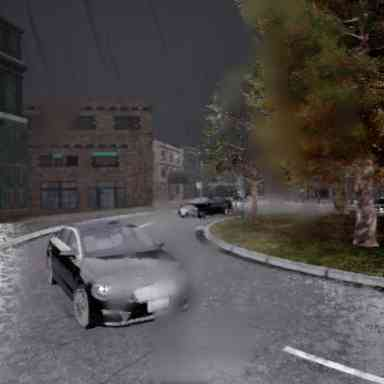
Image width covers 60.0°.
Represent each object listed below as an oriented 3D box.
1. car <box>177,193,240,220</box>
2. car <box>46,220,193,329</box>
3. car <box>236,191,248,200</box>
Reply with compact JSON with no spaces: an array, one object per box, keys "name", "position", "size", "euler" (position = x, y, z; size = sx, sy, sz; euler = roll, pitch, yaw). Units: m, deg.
[{"name":"car","position":[0.995,1.078,23.794],"size":[2.128,1.511,4.902],"euler":[0,1,40]},{"name":"car","position":[-1.813,1.412,7.054],"size":[2.128,1.511,4.902],"euler":[-1,1,-32]},{"name":"car","position":[7.839,0.561,53.307],"size":[1.882,1.535,5.008],"euler":[-1,0,2]}]
